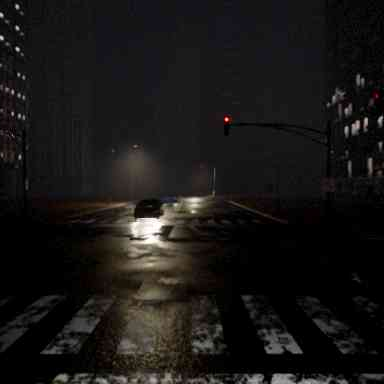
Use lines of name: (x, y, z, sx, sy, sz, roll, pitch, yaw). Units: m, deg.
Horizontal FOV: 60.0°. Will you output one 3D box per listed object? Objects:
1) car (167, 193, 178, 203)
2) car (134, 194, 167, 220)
car: (-3.222, 0.874, 50.580, 1.882, 1.535, 5.008, 0, 1, 0)
car: (-3.225, 1.226, 25.536, 1.882, 1.535, 5.008, 0, 2, 0)
